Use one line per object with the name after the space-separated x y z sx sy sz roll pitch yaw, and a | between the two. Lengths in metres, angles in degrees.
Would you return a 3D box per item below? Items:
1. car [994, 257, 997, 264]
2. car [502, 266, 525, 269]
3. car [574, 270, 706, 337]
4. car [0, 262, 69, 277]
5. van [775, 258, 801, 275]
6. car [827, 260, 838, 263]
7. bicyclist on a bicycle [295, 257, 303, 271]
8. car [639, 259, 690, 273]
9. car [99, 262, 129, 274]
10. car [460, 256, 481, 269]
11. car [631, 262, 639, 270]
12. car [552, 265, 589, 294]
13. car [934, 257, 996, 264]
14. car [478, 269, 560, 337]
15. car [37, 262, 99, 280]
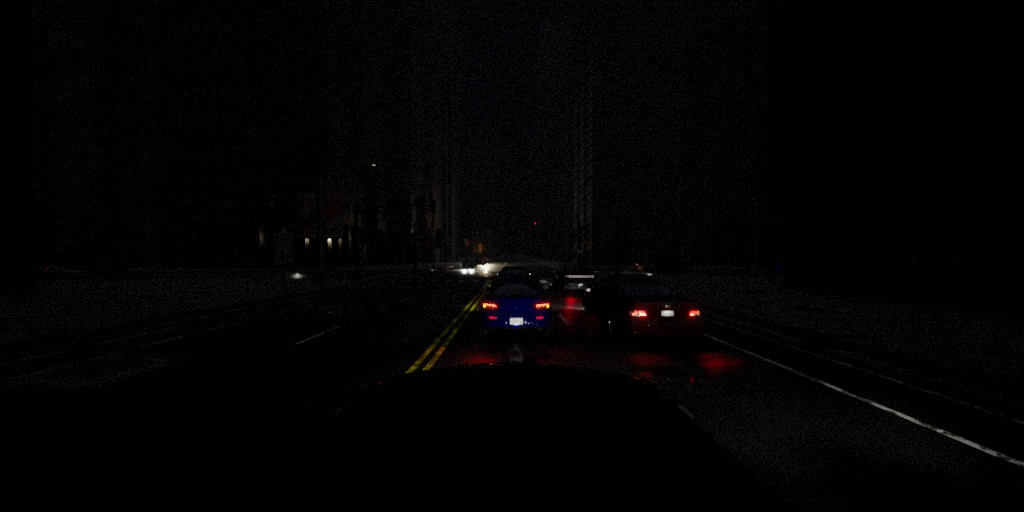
49.294 1.025 35.149 5.009 1.841 2.192 0 0 0 | car
0.099 1.274 19.744 2.033 1.411 5.357 0 0 0 | car
3.352 1.288 10.268 2.033 1.411 5.357 0 0 0 | car
-50.892 1.400 37.988 5.357 1.411 2.033 0 1 0 | car
27.532 1.064 35.281 3.998 1.789 1.690 0 0 0 | van
32.973 1.299 35.248 4.207 1.307 1.802 0 0 0 | car
-25.871 0.974 43.618 0.582 1.620 1.656 0 1 0 | bicyclist on a bicycle
17.728 1.122 41.190 5.008 1.535 1.882 0 1 0 | car
-46.411 1.337 40.761 4.507 1.381 1.888 0 0 0 | car
-6.537 1.167 55.339 2.128 1.511 4.902 0 0 1 | car
16.700 1.043 43.871 4.097 1.591 1.967 0 0 0 | car
3.351 1.218 20.016 2.128 1.511 4.902 0 0 0 | car
43.853 1.147 35.182 4.097 1.591 1.967 0 0 0 | car
0.094 1.266 10.170 1.812 1.442 4.674 0 0 0 | car
-40.821 1.430 32.238 4.829 1.417 1.751 0 0 0 | car
